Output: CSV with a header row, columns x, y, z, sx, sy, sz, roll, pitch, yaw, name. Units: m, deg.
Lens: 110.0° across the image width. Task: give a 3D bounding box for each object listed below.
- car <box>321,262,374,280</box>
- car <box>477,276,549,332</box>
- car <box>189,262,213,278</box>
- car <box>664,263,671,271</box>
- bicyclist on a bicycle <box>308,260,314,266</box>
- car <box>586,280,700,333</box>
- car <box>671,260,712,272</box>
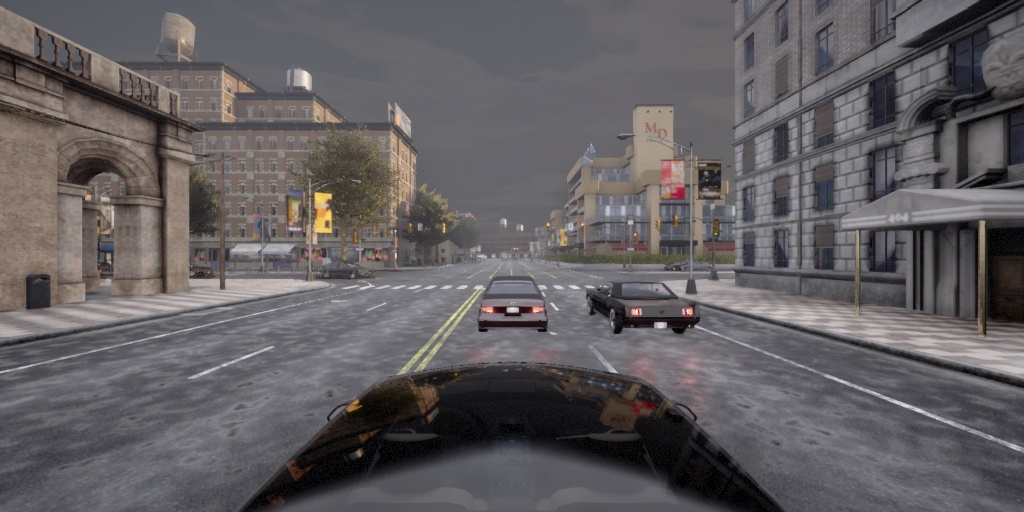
x,y,z,sx,sy,sz,roll,pitch,yaw,name
-14.530,1.255,31.633,4.892,1.490,1.837,0,-1,19,car
0.019,1.297,10.821,2.033,1.411,5.357,0,0,0,car
-30.326,1.227,32.935,5.008,1.535,1.882,0,0,0,car
23.004,1.242,48.255,4.902,1.511,2.128,0,0,0,car
-31.369,1.050,55.916,0.582,1.620,1.656,0,0,0,bicyclist on a bicycle
3.520,1.351,10.703,1.895,1.301,4.718,0,0,0,car
22.709,1.314,44.758,4.181,1.385,1.994,0,0,0,car
